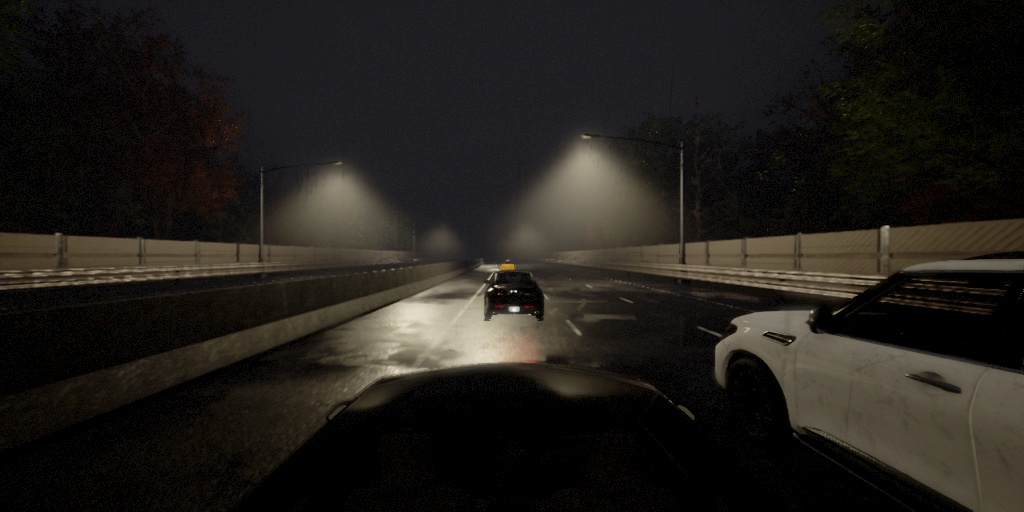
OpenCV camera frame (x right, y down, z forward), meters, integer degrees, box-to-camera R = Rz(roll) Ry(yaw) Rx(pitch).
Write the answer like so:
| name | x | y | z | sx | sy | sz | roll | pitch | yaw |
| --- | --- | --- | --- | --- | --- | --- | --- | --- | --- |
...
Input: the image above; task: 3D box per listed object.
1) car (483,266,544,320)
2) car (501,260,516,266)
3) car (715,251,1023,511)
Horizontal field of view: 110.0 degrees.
| name | x | y | z | sx | sy | sz | roll | pitch | yaw |
| --- | --- | --- | --- | --- | --- | --- | --- | --- | --- |
| car | 0.051 | 1.259 | 12.562 | 1.837 | 1.490 | 4.892 | 0 | 0 | 0 |
| car | -0.452 | 1.223 | 44.531 | 1.801 | 1.575 | 5.366 | 0 | 0 | -1 |
| car | 3.594 | 0.971 | 2.076 | 2.150 | 2.045 | 5.566 | 0 | 0 | 0 |
